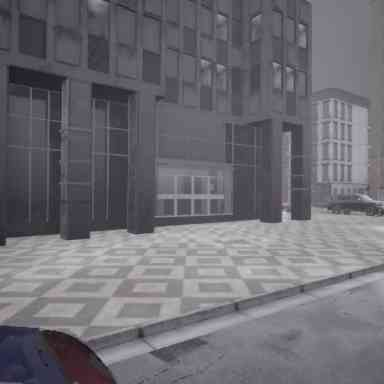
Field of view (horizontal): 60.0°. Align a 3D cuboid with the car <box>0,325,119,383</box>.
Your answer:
[{"bbox_3d":[-2.411,1.564,1.656,4.181,1.385,1.994,0,0,-36],"label":"car"}]

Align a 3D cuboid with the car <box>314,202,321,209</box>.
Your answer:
[{"bbox_3d":[19.064,1.626,44.384,2.033,1.411,5.357,1,0,-36],"label":"car"}]

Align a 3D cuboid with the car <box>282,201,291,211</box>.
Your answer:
[{"bbox_3d":[9.964,1.497,39.999,1.812,1.442,4.674,1,0,-36],"label":"car"}]

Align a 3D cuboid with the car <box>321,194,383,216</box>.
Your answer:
[{"bbox_3d":[15.793,1.190,31.880,2.150,2.045,5.566,1,-1,-36],"label":"car"}]
